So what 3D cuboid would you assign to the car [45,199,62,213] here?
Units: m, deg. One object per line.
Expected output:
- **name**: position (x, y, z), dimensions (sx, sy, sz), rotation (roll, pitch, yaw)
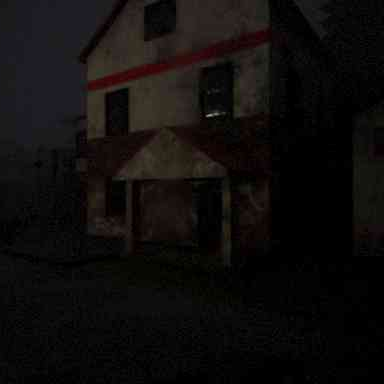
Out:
- **car**: position (-13.337, 1.452, 36.117), dimensions (1.882, 1.535, 5.008), rotation (0, 0, 35)
